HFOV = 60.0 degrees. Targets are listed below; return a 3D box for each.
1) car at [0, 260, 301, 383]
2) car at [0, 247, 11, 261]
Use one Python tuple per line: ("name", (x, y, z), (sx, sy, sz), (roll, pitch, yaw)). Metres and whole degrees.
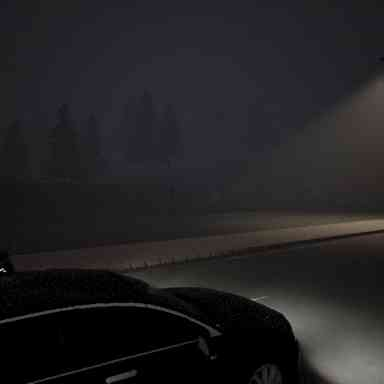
("car", (-1.033, 1.503, 3.009), (4.892, 1.490, 1.837), (1, 0, -35))
("car", (-5.318, 1.220, 4.251), (5.566, 2.045, 2.150), (0, 0, -36))
